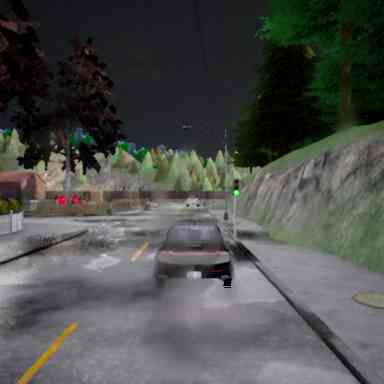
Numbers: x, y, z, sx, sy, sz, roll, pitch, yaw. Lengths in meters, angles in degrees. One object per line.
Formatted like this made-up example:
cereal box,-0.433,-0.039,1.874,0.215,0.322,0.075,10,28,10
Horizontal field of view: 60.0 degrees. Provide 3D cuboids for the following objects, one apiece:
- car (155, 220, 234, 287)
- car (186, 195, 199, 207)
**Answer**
car,0.068,1.557,9.494,2.128,1.511,4.902,0,0,1
car,0.158,1.623,60.184,2.150,2.045,5.566,0,0,0
